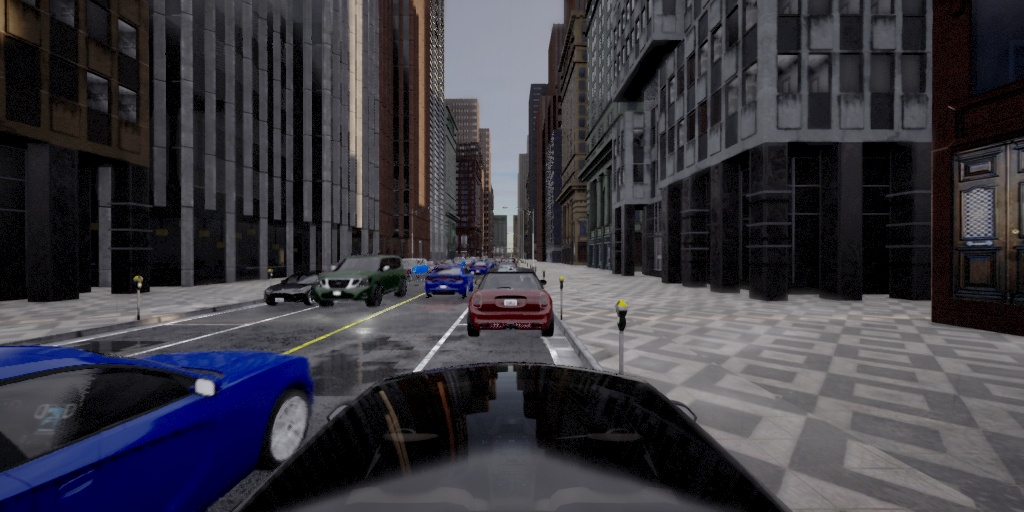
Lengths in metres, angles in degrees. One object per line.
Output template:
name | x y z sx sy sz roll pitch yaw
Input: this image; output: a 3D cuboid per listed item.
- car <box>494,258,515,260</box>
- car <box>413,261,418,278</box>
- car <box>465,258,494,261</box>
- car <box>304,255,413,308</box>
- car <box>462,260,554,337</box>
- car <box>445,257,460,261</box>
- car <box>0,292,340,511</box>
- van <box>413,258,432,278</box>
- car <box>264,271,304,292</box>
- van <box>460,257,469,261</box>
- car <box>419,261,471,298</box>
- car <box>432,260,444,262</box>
car | -0.383 1.189 27.203 1.967 1.591 4.097 0 0 0
car | -8.908 1.294 27.194 1.888 1.381 4.507 0 0 0
car | -3.145 1.226 35.306 1.882 1.535 5.008 0 0 0
car | -6.246 0.971 15.560 2.150 2.045 5.566 0 0 0
car | -0.032 1.102 10.470 2.097 1.767 4.553 0 0 0
car | -8.908 1.188 49.741 1.967 1.591 4.097 0 0 0
car | -3.045 1.227 1.820 1.882 1.535 5.008 0 0 0
van | -8.908 1.089 32.830 1.690 1.789 3.998 0 0 0
car | -8.908 1.315 15.920 1.948 1.339 4.313 0 0 0
van | -8.908 1.090 61.014 1.690 1.789 3.998 0 0 0
car | -3.046 1.227 18.366 1.882 1.535 5.008 0 0 0
car | -8.908 1.188 38.467 1.967 1.591 4.097 0 0 0
